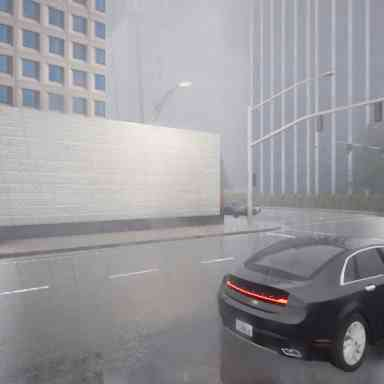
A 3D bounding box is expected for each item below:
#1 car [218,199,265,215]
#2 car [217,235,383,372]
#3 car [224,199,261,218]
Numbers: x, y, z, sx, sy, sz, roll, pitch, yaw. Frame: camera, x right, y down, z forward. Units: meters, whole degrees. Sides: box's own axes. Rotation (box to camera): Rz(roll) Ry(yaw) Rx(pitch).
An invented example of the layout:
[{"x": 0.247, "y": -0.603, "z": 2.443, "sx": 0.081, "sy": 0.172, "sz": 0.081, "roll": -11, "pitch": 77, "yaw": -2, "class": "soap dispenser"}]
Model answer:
[{"x": 5.163, "y": 1.547, "z": 35.403, "sx": 2.128, "sy": 1.511, "sz": 4.902, "roll": 0, "pitch": 0, "yaw": -36, "class": "car"}, {"x": 2.655, "y": 1.505, "z": 5.692, "sx": 4.892, "sy": 1.490, "sz": 1.837, "roll": 0, "pitch": 0, "yaw": -35, "class": "car"}, {"x": 3.600, "y": 1.603, "z": 31.571, "sx": 2.033, "sy": 1.411, "sz": 5.357, "roll": 0, "pitch": 0, "yaw": -36, "class": "car"}]
